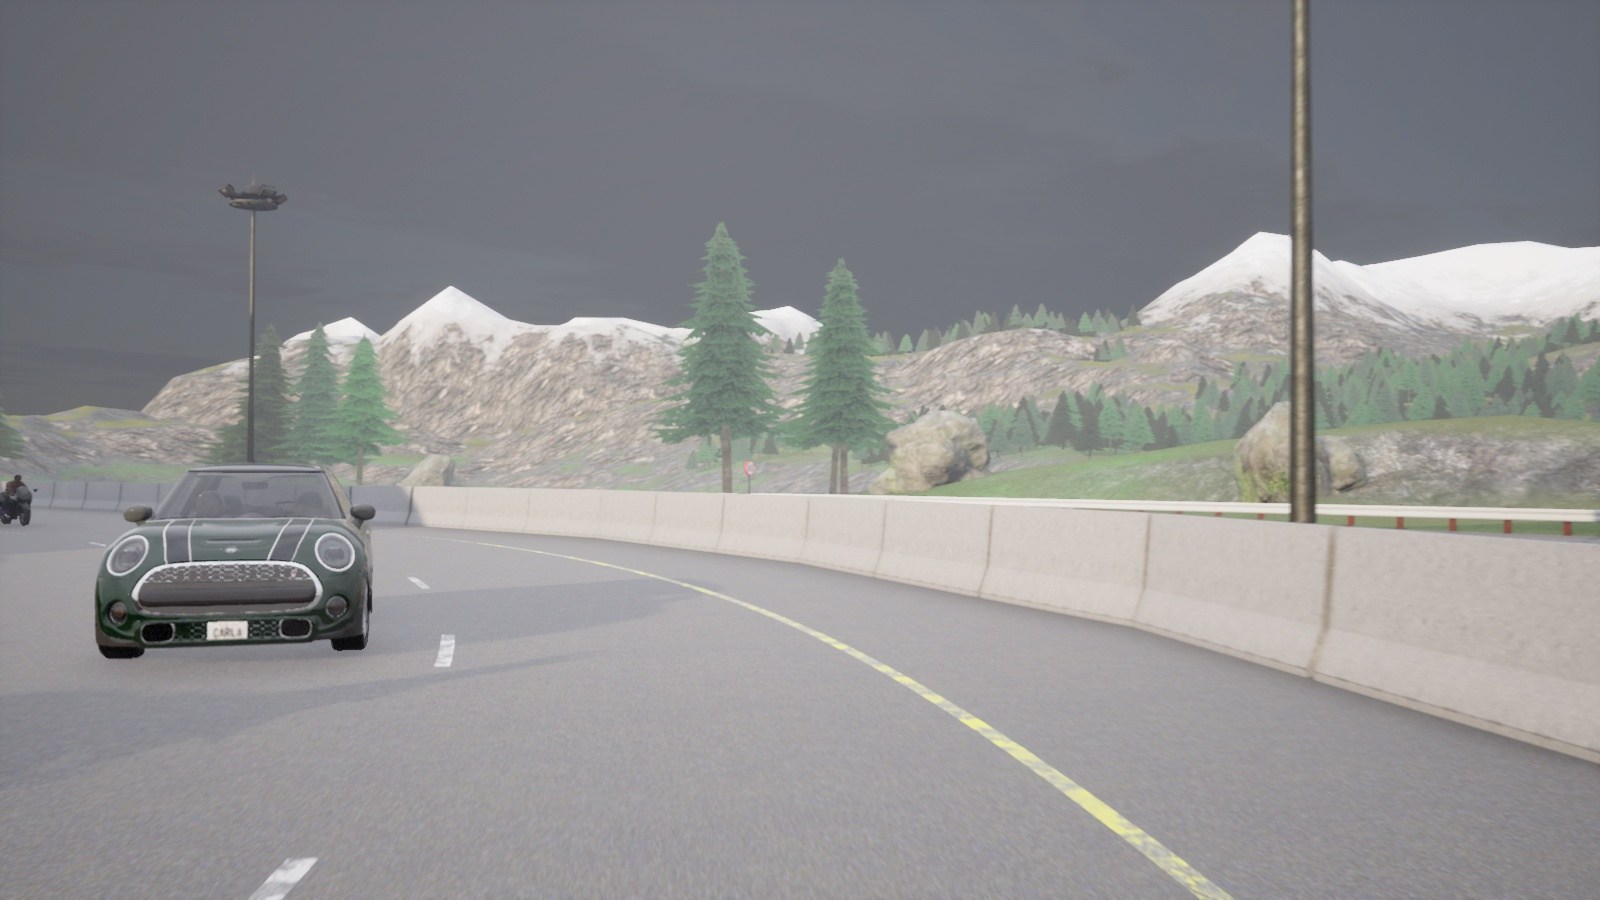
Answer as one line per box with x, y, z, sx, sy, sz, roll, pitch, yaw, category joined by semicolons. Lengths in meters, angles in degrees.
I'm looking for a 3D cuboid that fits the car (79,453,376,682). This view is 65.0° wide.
-5.266;0.952;12.204;2.097;1.767;4.553;0;-1;-18;car

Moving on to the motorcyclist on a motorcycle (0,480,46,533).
-23.166;1.664;37.155;2.044;1.523;0.797;-1;-1;39;motorcyclist on a motorcycle
